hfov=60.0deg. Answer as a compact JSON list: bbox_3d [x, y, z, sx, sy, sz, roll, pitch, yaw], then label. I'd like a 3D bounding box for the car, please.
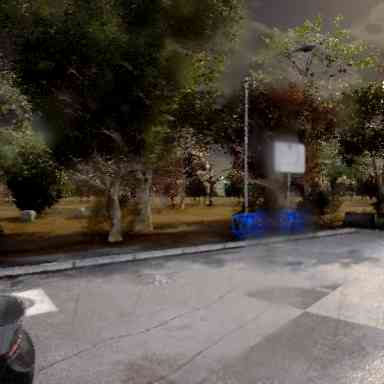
[{"bbox_3d":[-3.665,1.504,2.038,4.892,1.490,1.837,0,0,-36],"label":"car"}]
